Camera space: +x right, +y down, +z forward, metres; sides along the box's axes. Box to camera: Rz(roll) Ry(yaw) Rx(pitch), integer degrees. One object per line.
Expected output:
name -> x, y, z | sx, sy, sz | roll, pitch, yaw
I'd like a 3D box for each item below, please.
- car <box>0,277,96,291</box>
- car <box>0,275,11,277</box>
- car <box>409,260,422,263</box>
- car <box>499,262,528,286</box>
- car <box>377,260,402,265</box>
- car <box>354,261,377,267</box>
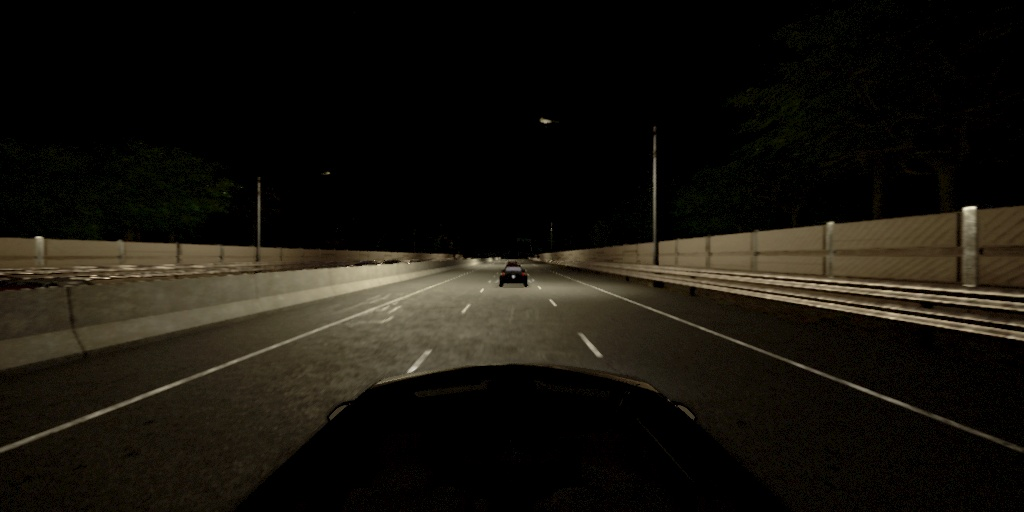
car -> -14.095, 1.354, 10.427 | 1.895, 1.301, 4.718 | 0, 0, 0
car -> -17.590, 1.318, 11.544 | 1.994, 1.385, 4.181 | 0, 0, 0
car -> -14.033, 1.342, 52.583 | 1.812, 1.442, 4.674 | 0, 0, 1
car -> 0.097, 1.325, 25.471 | 1.994, 1.385, 4.181 | 0, 0, 0
car -> -17.541, 1.318, 52.505 | 1.837, 1.490, 4.892 | 0, 0, 1
car -> -21.023, 1.364, 52.092 | 2.033, 1.411, 5.357 | 0, 0, 1
